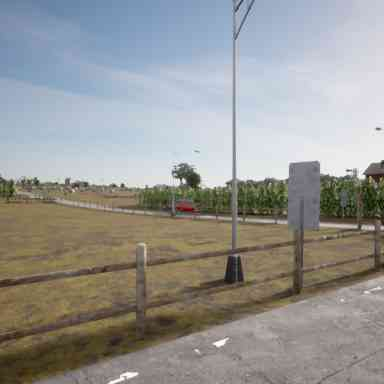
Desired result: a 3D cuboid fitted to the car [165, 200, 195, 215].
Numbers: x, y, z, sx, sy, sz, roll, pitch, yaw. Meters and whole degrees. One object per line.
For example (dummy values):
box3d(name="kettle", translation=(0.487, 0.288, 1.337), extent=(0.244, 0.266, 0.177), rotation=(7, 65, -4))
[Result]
box3d(name="car", translation=(-1.664, 2.142, 47.613), extent=(2.150, 2.045, 5.566), rotation=(3, -2, -35))
